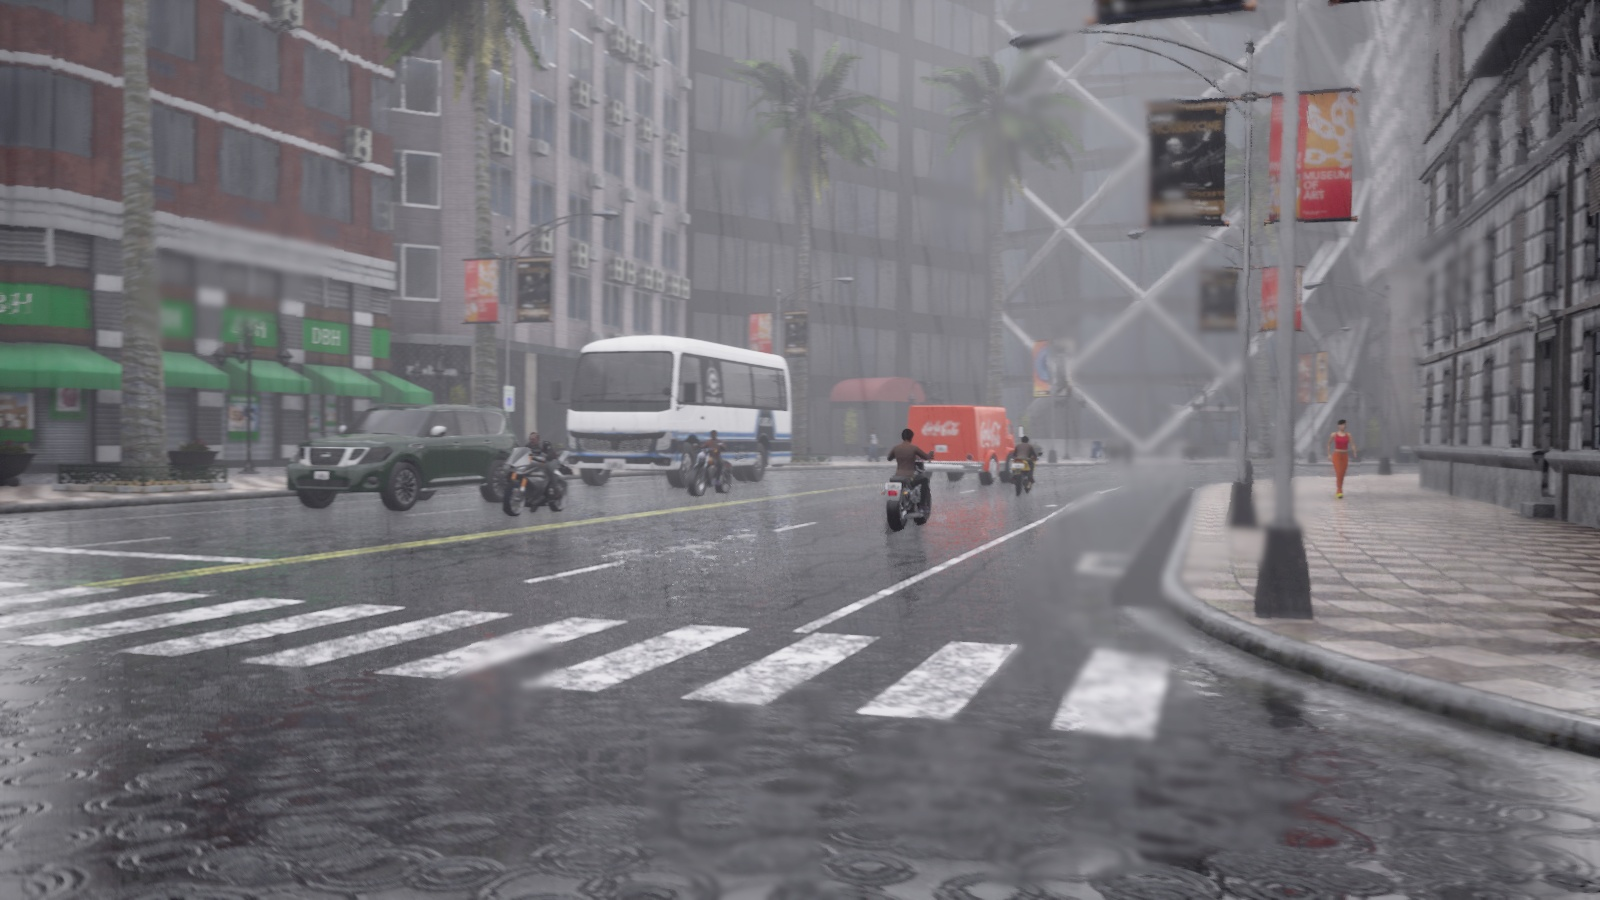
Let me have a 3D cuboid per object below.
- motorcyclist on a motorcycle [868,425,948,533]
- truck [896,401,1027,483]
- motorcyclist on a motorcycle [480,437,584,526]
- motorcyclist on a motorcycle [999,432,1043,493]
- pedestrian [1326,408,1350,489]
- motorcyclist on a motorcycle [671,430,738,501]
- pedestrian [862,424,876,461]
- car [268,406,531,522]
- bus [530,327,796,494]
[{"bbox_3d":[1.777,0.434,20.322,0.766,1.649,2.350,0,1,18],"label":"motorcyclist on a motorcycle"},{"bbox_3d":[5.289,-0.263,40.390,2.627,2.467,5.204,0,1,26],"label":"truck"},{"bbox_3d":[-4.830,0.539,22.797,0.866,1.530,2.191,0,1,18],"label":"motorcyclist on a motorcycle"},{"bbox_3d":[5.677,0.298,32.203,0.797,1.523,2.044,0,1,19],"label":"motorcyclist on a motorcycle"},{"bbox_3d":[12.229,-0.034,28.547,0.345,1.836,0.594,0,1,7],"label":"pedestrian"},{"bbox_3d":[-2.284,0.347,30.393,0.766,1.649,2.350,0,1,18],"label":"motorcyclist on a motorcycle"},{"bbox_3d":[3.505,-0.377,63.733,0.354,1.836,0.706,0,1,43],"label":"pedestrian"},{"bbox_3d":[-7.744,0.219,25.054,2.150,2.045,5.566,0,1,18],"label":"car"},{"bbox_3d":[-3.624,-1.052,37.485,3.944,4.253,10.273,0,1,18],"label":"bus"}]
